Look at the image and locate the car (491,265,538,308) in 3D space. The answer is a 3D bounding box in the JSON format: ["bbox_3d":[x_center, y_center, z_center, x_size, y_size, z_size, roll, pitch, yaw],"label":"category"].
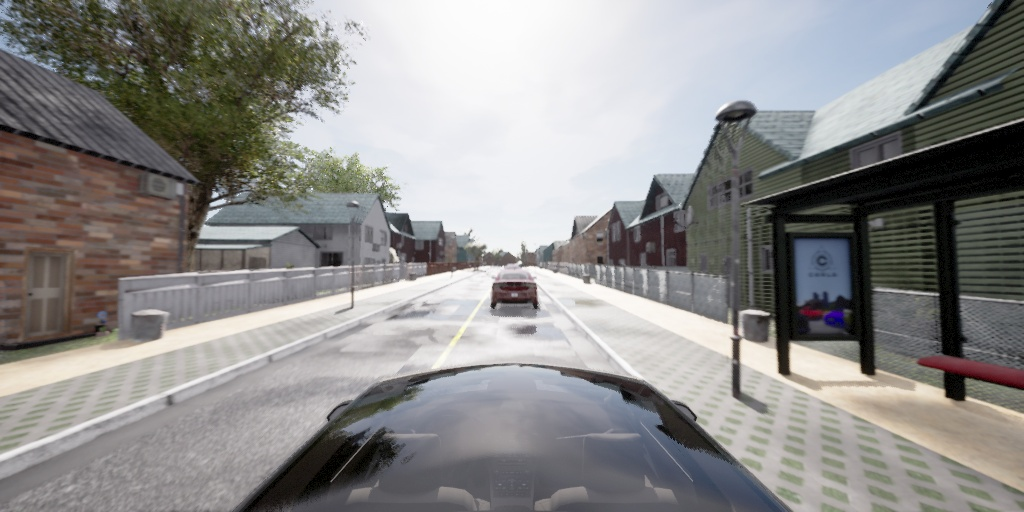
[{"bbox_3d":[0.100,1.324,15.880,1.882,1.535,5.008,0,0,0],"label":"car"}]
